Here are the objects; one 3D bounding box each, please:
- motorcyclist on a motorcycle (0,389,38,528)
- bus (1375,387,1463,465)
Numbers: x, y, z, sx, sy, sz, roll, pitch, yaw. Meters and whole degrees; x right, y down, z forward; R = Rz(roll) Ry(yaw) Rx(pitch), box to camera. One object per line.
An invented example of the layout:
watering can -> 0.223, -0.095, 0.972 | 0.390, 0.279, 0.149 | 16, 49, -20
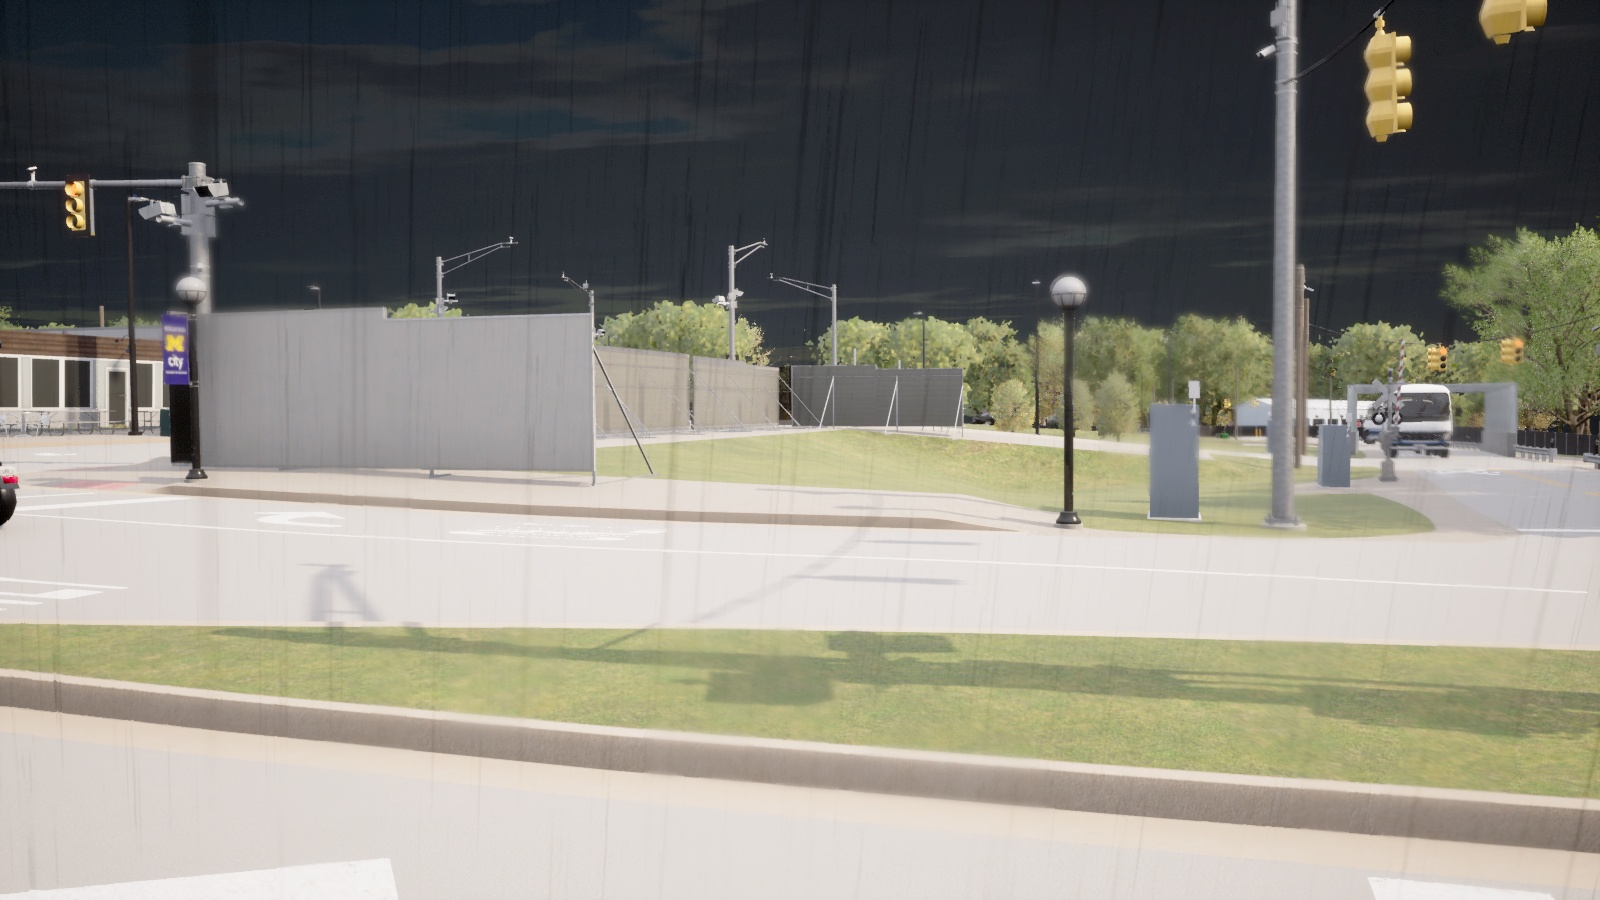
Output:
motorcyclist on a motorcycle -> -10.607, 0.053, 15.367 | 2.350, 1.649, 0.766 | 2, 2, 15
bus -> 36.215, -1.412, 73.813 | 3.944, 4.253, 10.273 | 1, 1, 23
